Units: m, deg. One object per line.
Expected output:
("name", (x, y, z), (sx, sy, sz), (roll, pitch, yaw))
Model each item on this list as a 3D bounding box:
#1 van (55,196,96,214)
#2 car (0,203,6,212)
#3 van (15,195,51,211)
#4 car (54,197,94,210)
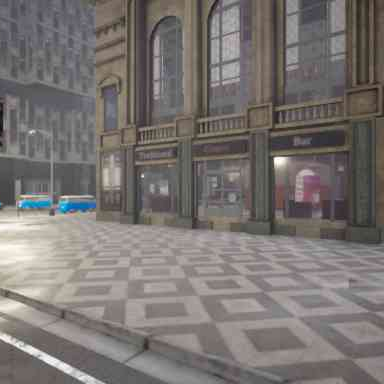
("van", (-11.619, 1.282, 34.134), (1.690, 1.788, 3.998), (0, 0, 36))
("car", (-21.822, 1.513, 34.529), (2.008, 1.369, 4.403), (0, 0, 36))
("van", (-18.550, 1.292, 39.097), (1.690, 1.788, 3.998), (0, 0, 36))
("car", (-15.378, 1.466, 43.526), (1.752, 1.417, 4.829), (0, 0, 36))
